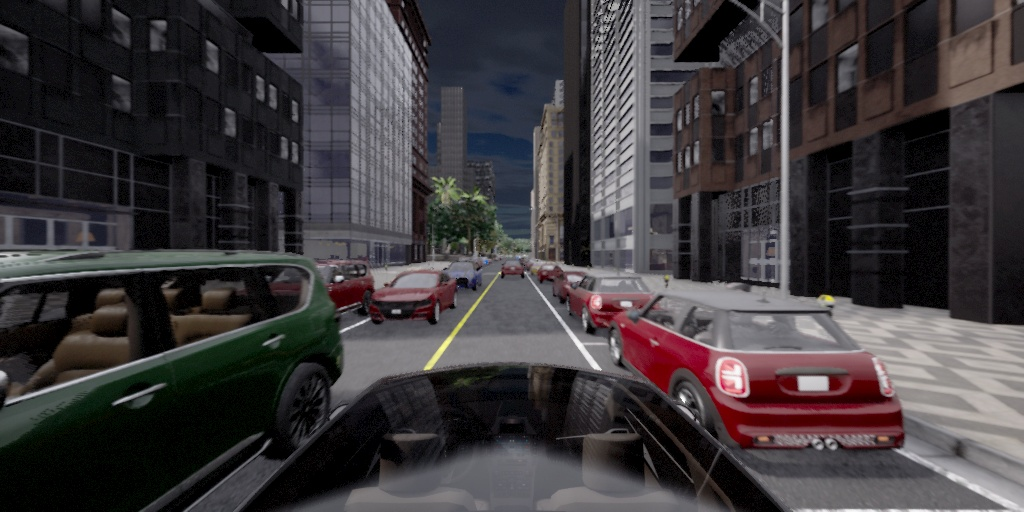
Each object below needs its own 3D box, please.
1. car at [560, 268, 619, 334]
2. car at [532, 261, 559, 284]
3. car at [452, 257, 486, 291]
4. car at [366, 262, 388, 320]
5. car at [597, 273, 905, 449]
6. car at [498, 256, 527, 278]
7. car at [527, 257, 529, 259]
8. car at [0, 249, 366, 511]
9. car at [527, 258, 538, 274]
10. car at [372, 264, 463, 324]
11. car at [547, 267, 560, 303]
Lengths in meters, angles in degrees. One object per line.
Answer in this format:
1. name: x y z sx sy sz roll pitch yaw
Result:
1. car: 2.775 1.188 10.651 1.967 1.591 4.097 0 0 0
2. car: 2.805 1.285 26.926 1.888 1.381 4.507 0 0 0
3. car: -2.988 1.086 21.859 2.097 1.767 4.553 0 0 1
4. car: -5.750 1.051 10.671 2.192 1.841 5.009 0 0 0
5. car: 2.765 1.191 5.226 1.967 1.591 4.097 0 0 0
6. car: 0.069 1.087 33.382 2.097 1.767 4.553 0 0 0
7. car: 2.847 1.178 48.625 1.967 1.591 4.097 0 0 0
8. car: -3.098 0.967 2.097 2.150 2.045 5.566 0 0 0
9. car: 2.826 1.263 37.945 1.751 1.417 4.829 0 0 0
10. car: -3.066 1.217 12.101 1.882 1.535 5.008 0 0 1
11. car: 2.785 1.327 16.076 1.802 1.307 4.207 0 0 0
